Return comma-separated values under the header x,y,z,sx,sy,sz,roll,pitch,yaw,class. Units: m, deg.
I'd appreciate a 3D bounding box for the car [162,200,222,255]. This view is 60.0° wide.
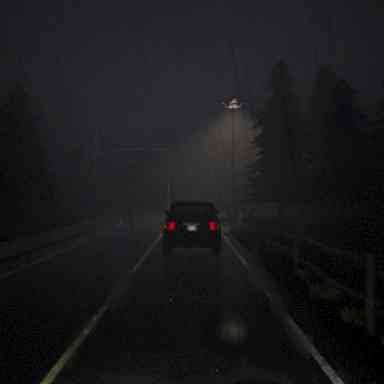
x,y,z,sx,sy,sz,roll,pitch,yaw,class
0.001,1.349,14.016,2.150,2.045,5.566,0,0,0,car

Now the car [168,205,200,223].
x,y,z,sx,sy,sz,roll,pitch,yaw,class
-0.837,1.879,29.423,1.895,1.301,4.718,0,-1,-13,car
